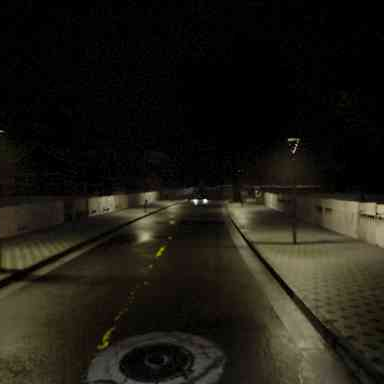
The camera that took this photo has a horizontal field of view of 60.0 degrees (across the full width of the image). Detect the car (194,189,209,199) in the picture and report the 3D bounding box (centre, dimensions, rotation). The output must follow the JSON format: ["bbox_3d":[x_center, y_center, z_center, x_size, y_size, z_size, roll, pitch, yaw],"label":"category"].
[{"bbox_3d":[1.669,0.296,56.728,2.097,1.767,4.553,-1,2,9],"label":"car"}]
